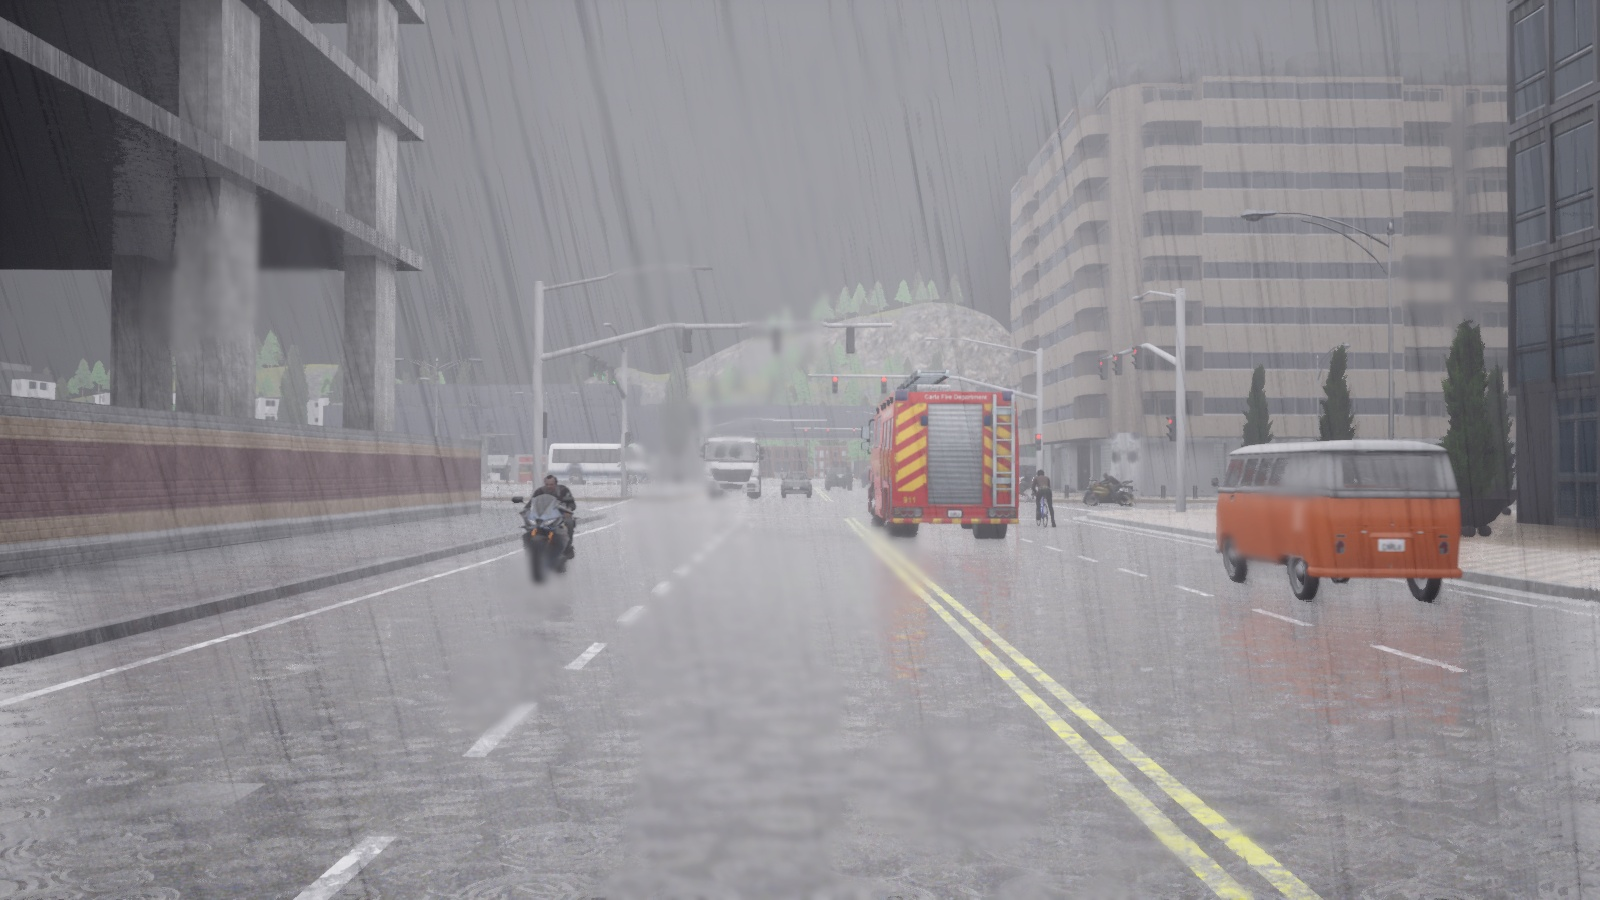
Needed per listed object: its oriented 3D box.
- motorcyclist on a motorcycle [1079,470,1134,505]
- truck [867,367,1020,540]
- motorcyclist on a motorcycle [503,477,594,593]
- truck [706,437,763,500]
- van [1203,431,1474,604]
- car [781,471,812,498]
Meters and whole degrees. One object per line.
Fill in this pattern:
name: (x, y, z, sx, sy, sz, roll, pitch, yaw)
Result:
motorcyclist on a motorcycle: (13.623, 1.678, 55.796, 2.191, 1.530, 0.866, -1, -1, -1)
truck: (3.412, 0.171, 32.059, 2.891, 3.827, 8.468, 0, -1, 0)
motorcyclist on a motorcycle: (-3.546, 1.164, 17.893, 0.866, 1.530, 2.191, 0, -1, 0)
truck: (-3.691, 1.064, 72.659, 2.891, 3.462, 7.936, 0, -1, 0)
van: (6.933, 0.820, 16.722, 1.775, 1.987, 4.442, 0, -1, 1)
car: (-0.190, 2.029, 73.717, 1.789, 1.549, 3.705, 0, -1, 0)
